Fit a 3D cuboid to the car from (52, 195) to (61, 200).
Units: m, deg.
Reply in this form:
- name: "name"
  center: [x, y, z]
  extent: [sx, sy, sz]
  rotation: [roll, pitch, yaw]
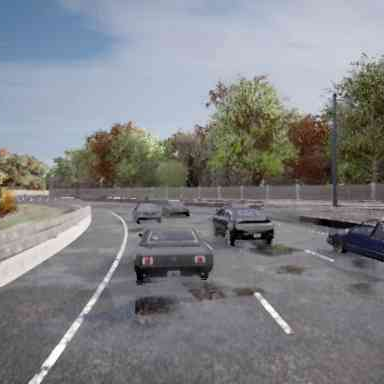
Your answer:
- name: "car"
  center: [-36.704, 1.523, 88.136]
  extent: [4.902, 1.511, 2.128]
  rotation: [0, 0, 39]

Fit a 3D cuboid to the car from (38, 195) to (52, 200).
- name: "car"
  center: [-38.879, 1.458, 85.374]
  extent: [5.008, 1.535, 1.882]
  rotation: [0, 0, 37]

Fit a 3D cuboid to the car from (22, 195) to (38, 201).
- name: "car"
  center: [-41.041, 1.536, 82.622]
  extent: [4.181, 1.385, 1.994]
  rotation: [0, 0, 37]

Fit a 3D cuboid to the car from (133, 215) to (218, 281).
- name: "car"
  center: [-0.648, 1.607, 9.890]
  extent: [1.895, 1.301, 4.718]
  rotation: [0, 0, -6]

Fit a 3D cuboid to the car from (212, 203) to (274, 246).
- name: "car"
  center: [2.179, 1.496, 15.347]
  extent: [2.128, 1.511, 4.902]
  rotation: [0, 0, -9]

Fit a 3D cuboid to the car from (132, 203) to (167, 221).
- name: "car"
  center: [-3.524, 1.567, 25.559]
  extent: [2.033, 1.411, 5.357]
  rotation: [0, 0, -14]

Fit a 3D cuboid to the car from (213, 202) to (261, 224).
- name: "car"
  center: [3.412, 1.557, 26.626]
  extent: [2.033, 1.411, 5.357]
  rotation: [0, 0, -13]

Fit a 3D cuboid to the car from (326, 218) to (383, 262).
- name: "car"
  center: [6.352, 1.544, 10.508]
  extent: [2.033, 1.411, 5.357]
  rotation: [0, 0, -6]

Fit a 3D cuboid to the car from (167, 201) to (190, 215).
- name: "car"
  center: [-1.654, 1.584, 31.617]
  extent: [1.994, 1.385, 4.181]
  rotation: [0, 0, -17]
